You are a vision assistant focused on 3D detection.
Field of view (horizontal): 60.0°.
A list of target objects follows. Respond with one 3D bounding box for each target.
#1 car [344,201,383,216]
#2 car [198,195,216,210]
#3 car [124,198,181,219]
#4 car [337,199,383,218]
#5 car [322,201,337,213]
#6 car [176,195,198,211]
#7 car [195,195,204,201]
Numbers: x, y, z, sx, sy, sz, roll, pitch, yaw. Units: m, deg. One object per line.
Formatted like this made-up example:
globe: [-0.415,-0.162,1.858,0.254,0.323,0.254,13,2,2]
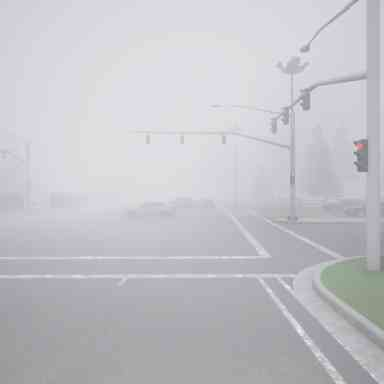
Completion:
car: [17.687,1.601,32.700,4.718,1.301,1.895,0,0,-1]
car: [1.664,1.507,42.489,1.837,1.490,4.892,-4,1,-11]
car: [-3.583,1.525,28.965,4.674,1.442,1.812,0,0,-1]
car: [15.819,1.503,29.180,4.892,1.490,1.837,0,0,-1]
car: [16.759,1.478,36.191,5.008,1.535,1.882,0,0,-1]
car: [-1.265,1.352,40.944,2.097,1.767,4.553,0,0,-19]
car: [1.869,1.540,83.396,2.033,1.411,5.357,0,0,0]
